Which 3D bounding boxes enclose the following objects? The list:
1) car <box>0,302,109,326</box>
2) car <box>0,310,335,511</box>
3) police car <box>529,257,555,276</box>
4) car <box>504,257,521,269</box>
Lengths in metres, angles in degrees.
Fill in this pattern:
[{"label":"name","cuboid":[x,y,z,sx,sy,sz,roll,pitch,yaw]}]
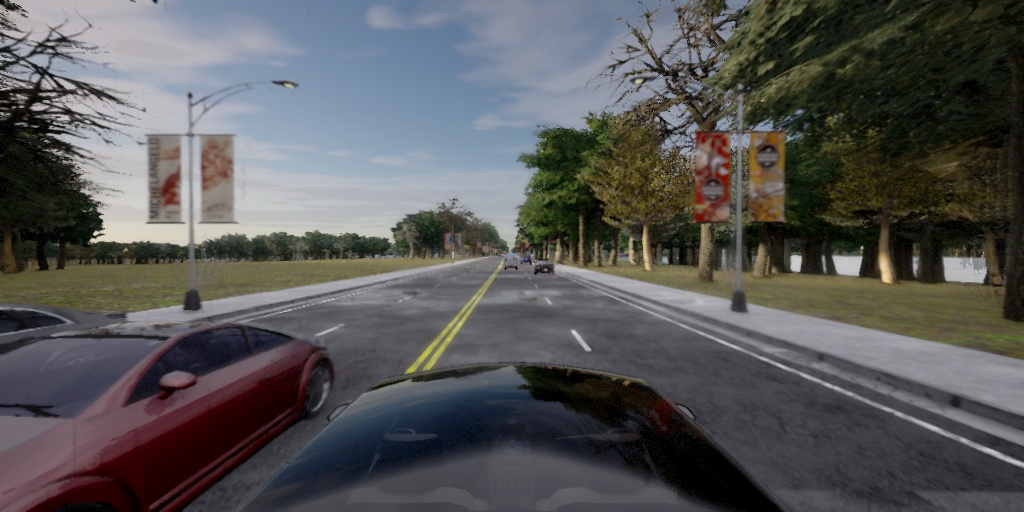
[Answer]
[{"label":"car","cuboid":[-6.594,1.241,3.334,2.128,1.511,4.902,0,0,0]},{"label":"car","cuboid":[-3.344,1.314,3.061,1.994,1.385,4.181,0,0,0]},{"label":"police car","cuboid":[3.128,1.099,36.080,1.930,1.638,5.238,0,0,0]},{"label":"car","cuboid":[-0.145,1.106,49.846,2.033,1.411,5.357,0,0,-1]}]
